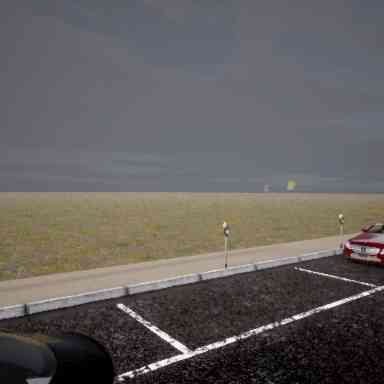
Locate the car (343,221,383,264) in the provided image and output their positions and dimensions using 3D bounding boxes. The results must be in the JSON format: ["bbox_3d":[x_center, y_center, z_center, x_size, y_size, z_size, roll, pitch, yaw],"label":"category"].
[{"bbox_3d":[6.637,1.584,10.792,4.206,1.307,1.802,0,1,-35],"label":"car"}]

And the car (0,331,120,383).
[{"bbox_3d":[-2.491,1.525,1.297,4.674,1.442,1.812,0,0,-35],"label":"car"}]
